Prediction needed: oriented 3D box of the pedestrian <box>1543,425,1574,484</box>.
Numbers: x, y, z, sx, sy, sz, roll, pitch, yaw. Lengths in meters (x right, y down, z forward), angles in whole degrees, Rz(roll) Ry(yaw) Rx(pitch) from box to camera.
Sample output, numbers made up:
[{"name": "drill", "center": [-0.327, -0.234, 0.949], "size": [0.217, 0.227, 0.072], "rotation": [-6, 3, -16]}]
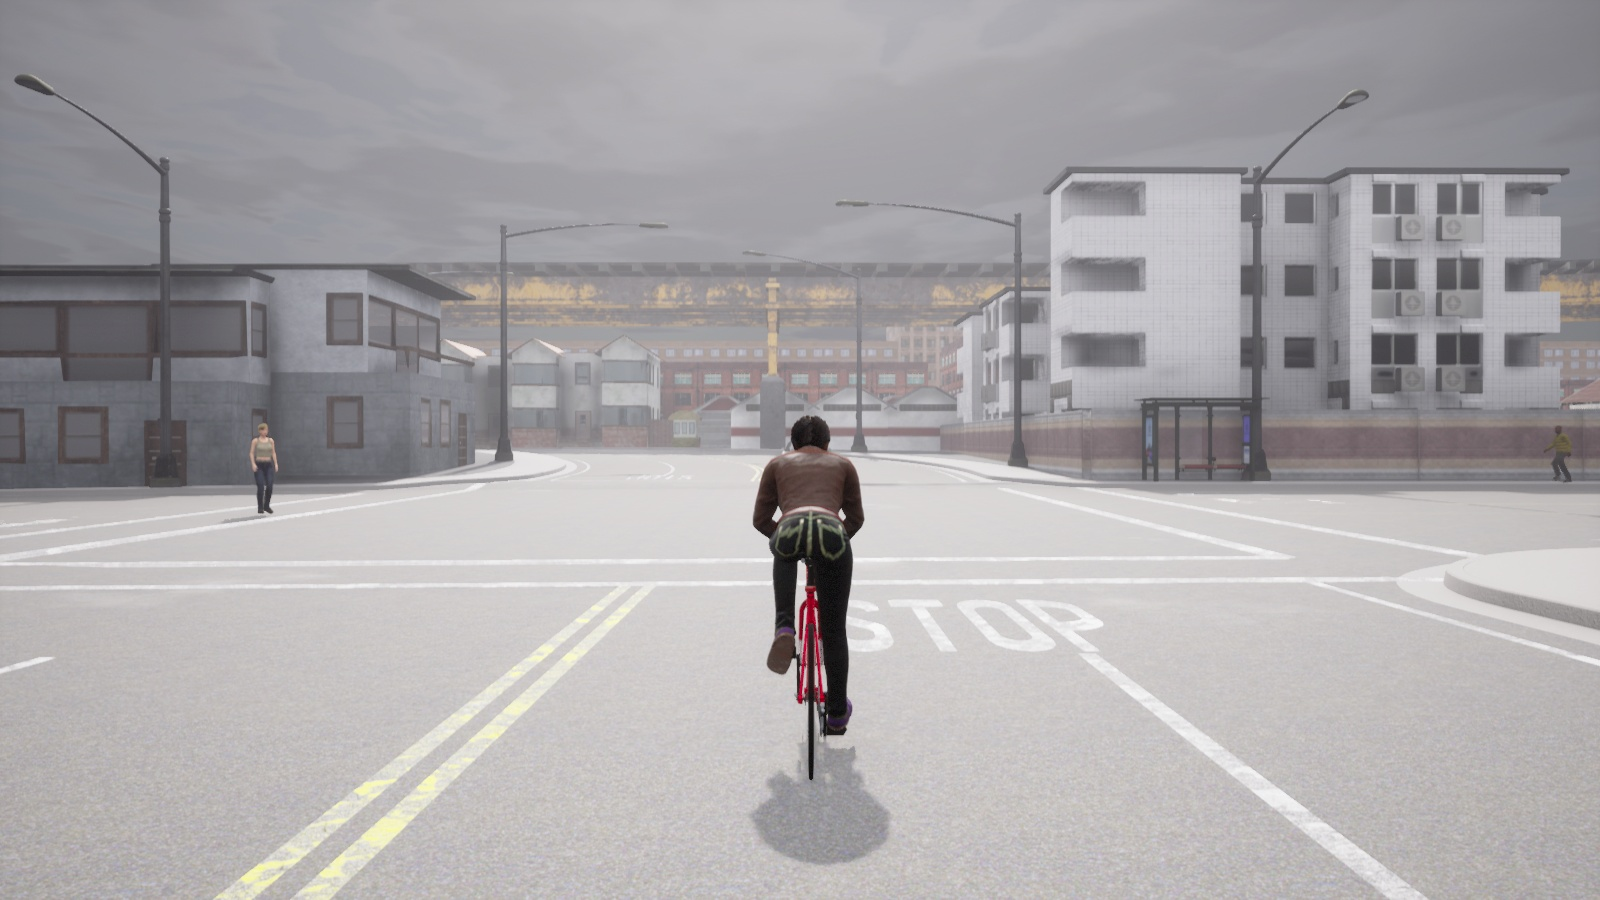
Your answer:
[{"name": "pedestrian", "center": [23.660, 0.146, 39.155], "size": [0.726, 1.835, 0.370], "rotation": [0, 0, 2]}]

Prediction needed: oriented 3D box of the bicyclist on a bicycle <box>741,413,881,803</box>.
[{"name": "bicyclist on a bicycle", "center": [0.050, 0.657, 6.051], "size": [0.582, 1.620, 1.656], "rotation": [0, 0, 0]}]

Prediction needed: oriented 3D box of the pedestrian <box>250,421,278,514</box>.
[{"name": "pedestrian", "center": [-10.824, 0.345, 25.355], "size": [0.345, 1.836, 0.594], "rotation": [0, 1, -40]}]
